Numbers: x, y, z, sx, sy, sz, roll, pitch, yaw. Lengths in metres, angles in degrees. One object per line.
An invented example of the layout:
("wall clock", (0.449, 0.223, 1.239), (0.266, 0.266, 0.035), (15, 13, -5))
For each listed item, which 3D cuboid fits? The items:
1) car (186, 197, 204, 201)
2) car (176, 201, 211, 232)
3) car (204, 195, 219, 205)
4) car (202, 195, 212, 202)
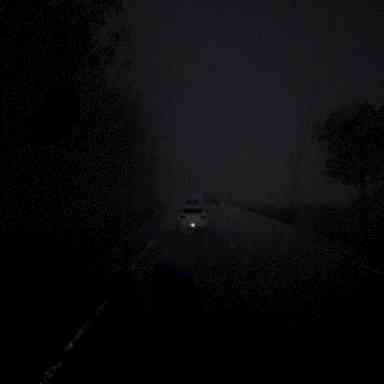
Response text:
("car", (-0.007, 1.540, 38.247), (2.033, 1.411, 5.357), (0, 0, 0))
("car", (0.044, 1.521, 19.933), (1.812, 1.442, 4.674), (0, 0, 0))
("car", (3.444, 1.343, 56.534), (2.097, 1.767, 4.553), (0, 0, 0))
("car", (3.300, 1.491, 73.516), (1.837, 1.490, 4.892), (0, 0, 0))
